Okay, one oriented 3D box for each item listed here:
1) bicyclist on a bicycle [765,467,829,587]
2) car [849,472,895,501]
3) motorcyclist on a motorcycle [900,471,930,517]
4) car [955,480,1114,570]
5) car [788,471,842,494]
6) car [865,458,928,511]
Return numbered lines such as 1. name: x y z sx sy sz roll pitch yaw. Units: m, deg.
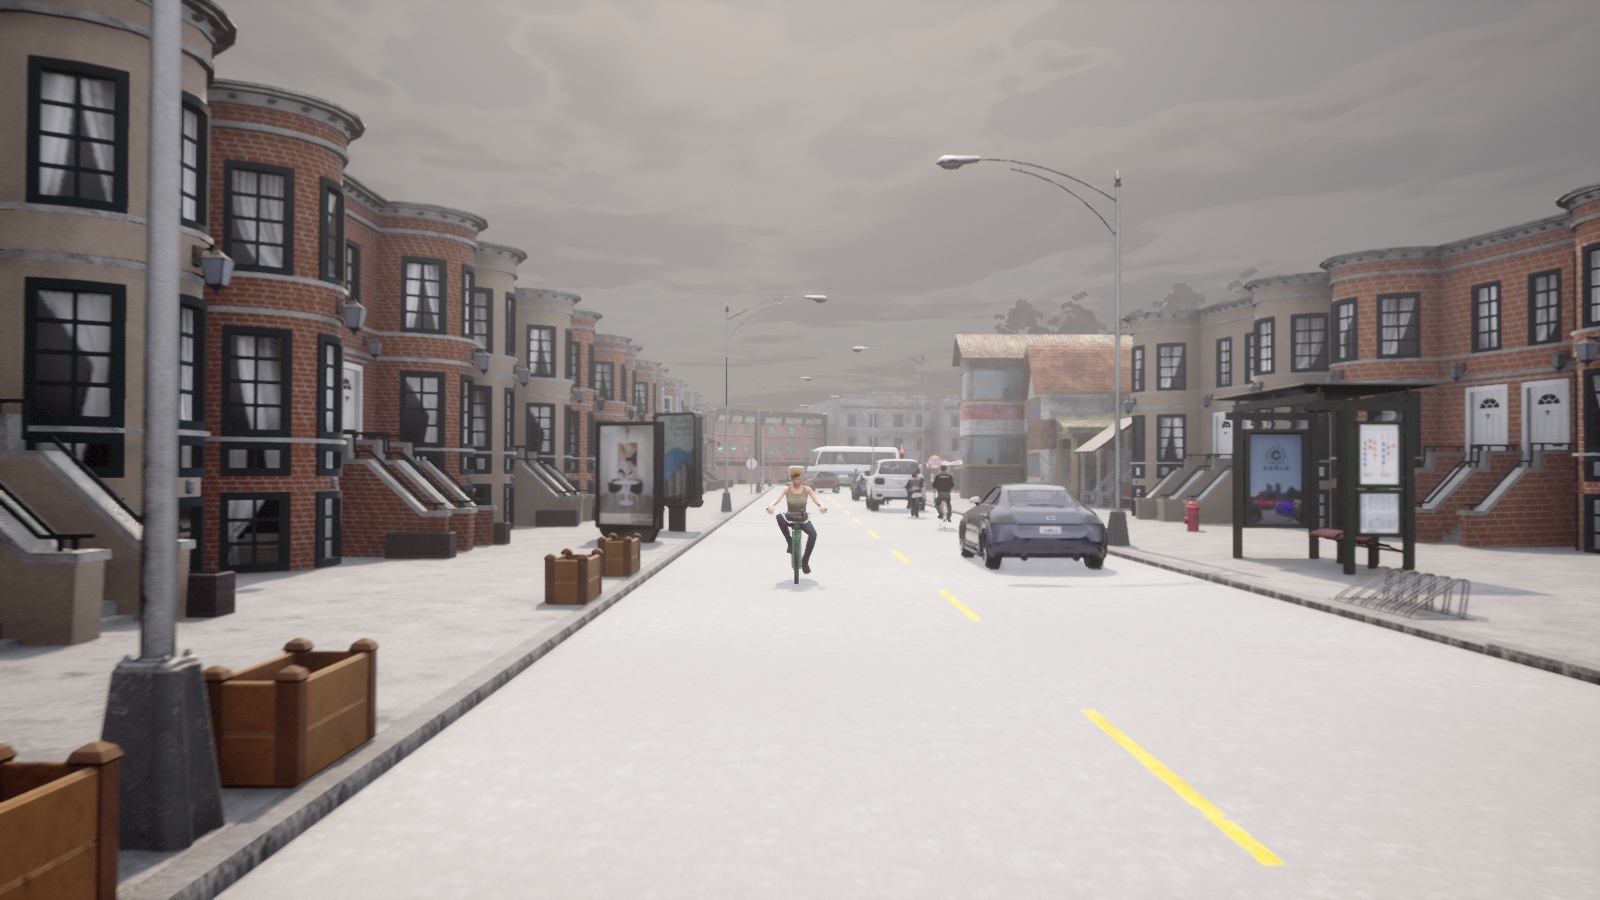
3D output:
1. bicyclist on a bicycle: -0.037 1.048 17.705 0.866 1.612 1.509 0 -1 0
2. car: 3.838 1.929 67.511 2.163 1.488 4.792 0 -1 0
3. motorcyclist on a motorcycle: 3.899 1.495 42.713 0.797 1.523 2.044 0 -1 0
4. car: 3.946 1.229 21.855 1.994 1.385 4.181 0 -1 0
5. car: 1.084 2.249 87.269 1.789 1.549 3.705 -2 -2 41
6. car: 3.878 1.376 51.226 2.150 2.045 5.566 0 -1 0
